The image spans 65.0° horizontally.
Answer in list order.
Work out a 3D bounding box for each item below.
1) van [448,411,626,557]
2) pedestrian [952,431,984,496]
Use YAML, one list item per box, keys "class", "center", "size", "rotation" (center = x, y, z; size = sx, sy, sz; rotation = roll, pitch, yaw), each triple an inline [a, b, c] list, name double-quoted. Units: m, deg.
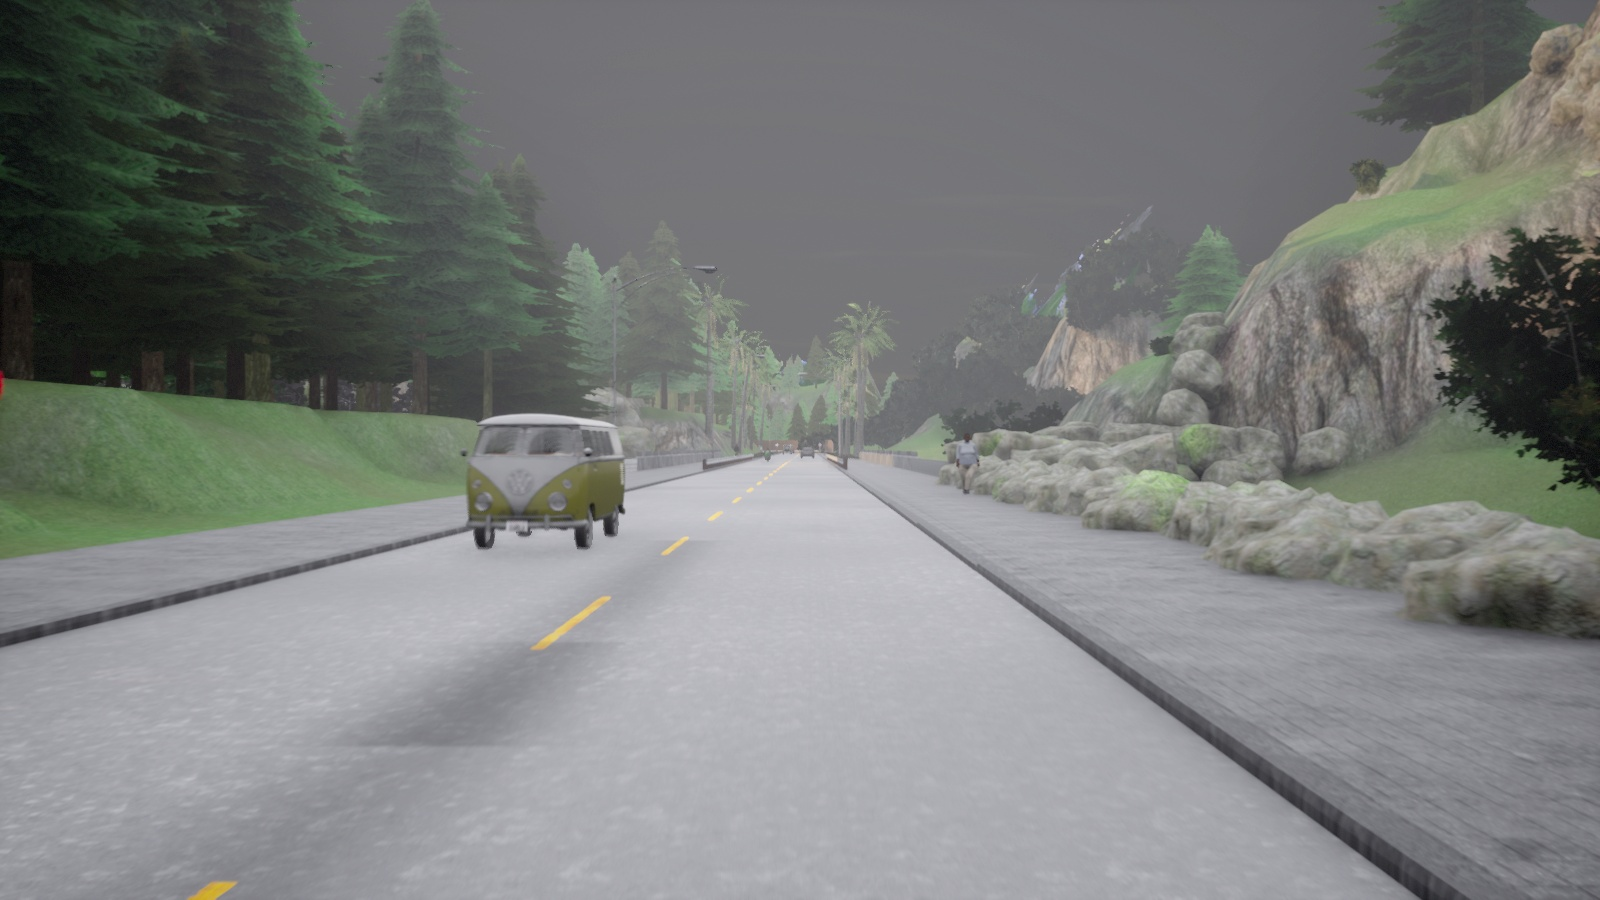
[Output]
- class: "van"
  center: [-3.873, 0.457, 19.267]
  size: [1.775, 1.987, 4.442]
  rotation: [0, 0, 0]
- class: "pedestrian"
  center: [4.845, 0.388, 36.299]
  size: [0.874, 1.855, 0.900]
  rotation: [0, 0, 5]
